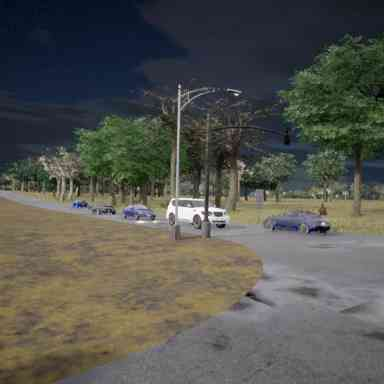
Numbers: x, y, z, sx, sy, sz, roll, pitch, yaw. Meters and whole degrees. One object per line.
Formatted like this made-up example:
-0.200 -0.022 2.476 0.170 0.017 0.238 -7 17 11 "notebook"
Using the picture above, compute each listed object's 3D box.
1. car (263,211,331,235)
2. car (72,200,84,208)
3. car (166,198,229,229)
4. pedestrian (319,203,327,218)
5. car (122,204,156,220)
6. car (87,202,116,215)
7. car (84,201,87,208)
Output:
6.522 1.853 20.995 1.994 1.385 4.181 3 -2 -34 "car"
-21.096 2.221 62.412 1.882 1.535 5.008 3 -2 -34 "car"
0.244 1.459 23.761 2.150 2.045 5.566 3 -2 -34 "car"
9.324 1.717 23.835 0.375 1.860 0.375 1 -1 -34 "pedestrian"
-5.195 1.883 31.929 1.812 1.442 4.674 3 -2 -34 "car"
-10.765 2.012 40.262 1.994 1.385 4.181 3 -2 -34 "car"
-15.595 2.251 54.142 1.994 1.385 4.181 3 -2 -33 "car"
